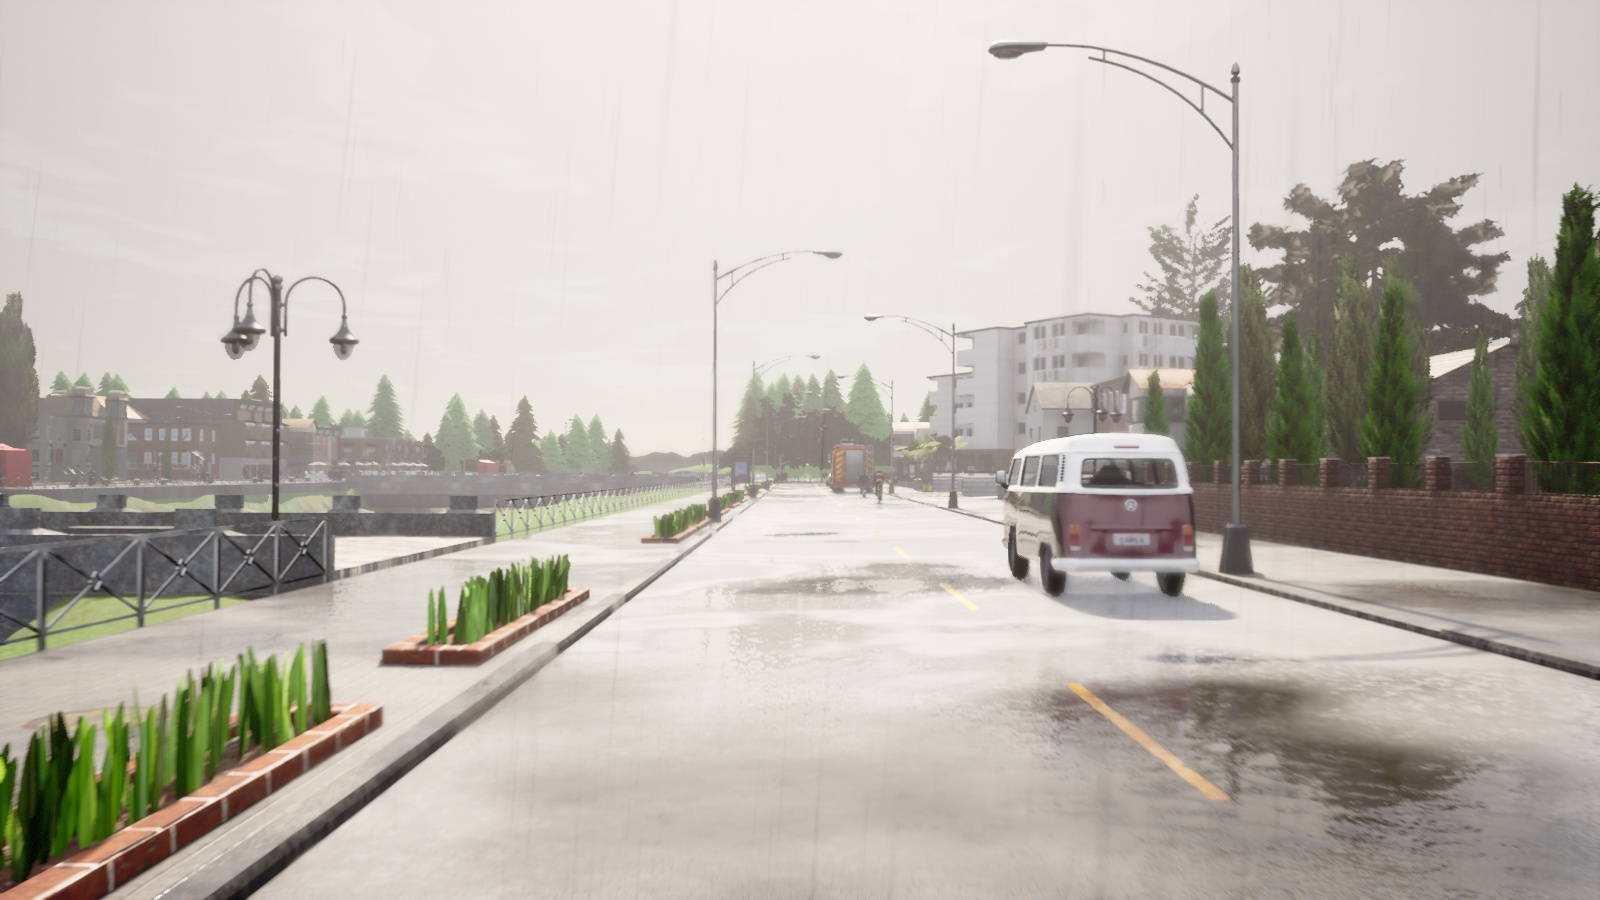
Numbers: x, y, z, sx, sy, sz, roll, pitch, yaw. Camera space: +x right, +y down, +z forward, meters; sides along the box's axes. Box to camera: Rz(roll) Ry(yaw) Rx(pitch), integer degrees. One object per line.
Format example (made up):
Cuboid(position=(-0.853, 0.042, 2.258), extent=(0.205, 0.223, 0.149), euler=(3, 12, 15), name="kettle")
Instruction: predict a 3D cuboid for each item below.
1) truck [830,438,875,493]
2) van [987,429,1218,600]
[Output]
Cuboid(position=(3.779, 1.174, 91.951), extent=(2.891, 3.827, 8.468), euler=(0, -1, 0), name="truck")
Cuboid(position=(3.959, 0.812, 17.301), extent=(2.069, 2.038, 4.480), euler=(0, -1, 0), name="van")
